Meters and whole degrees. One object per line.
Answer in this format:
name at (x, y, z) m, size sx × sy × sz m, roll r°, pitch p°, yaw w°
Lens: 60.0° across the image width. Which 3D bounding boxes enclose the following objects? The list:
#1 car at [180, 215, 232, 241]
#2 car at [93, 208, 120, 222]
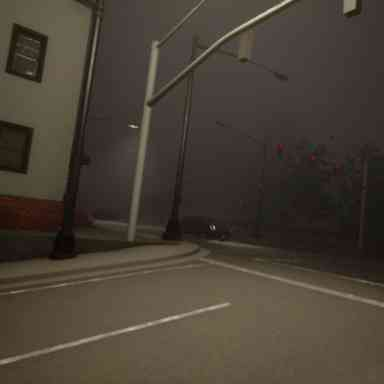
car at (0.976, 2.605, 25.224) m, size 2.097 × 1.767 × 4.553 m, roll 10°, pitch -6°, yaw -36°
car at (-10.568, 2.772, 41.011) m, size 1.882 × 1.535 × 5.008 m, roll 10°, pitch -6°, yaw -36°
